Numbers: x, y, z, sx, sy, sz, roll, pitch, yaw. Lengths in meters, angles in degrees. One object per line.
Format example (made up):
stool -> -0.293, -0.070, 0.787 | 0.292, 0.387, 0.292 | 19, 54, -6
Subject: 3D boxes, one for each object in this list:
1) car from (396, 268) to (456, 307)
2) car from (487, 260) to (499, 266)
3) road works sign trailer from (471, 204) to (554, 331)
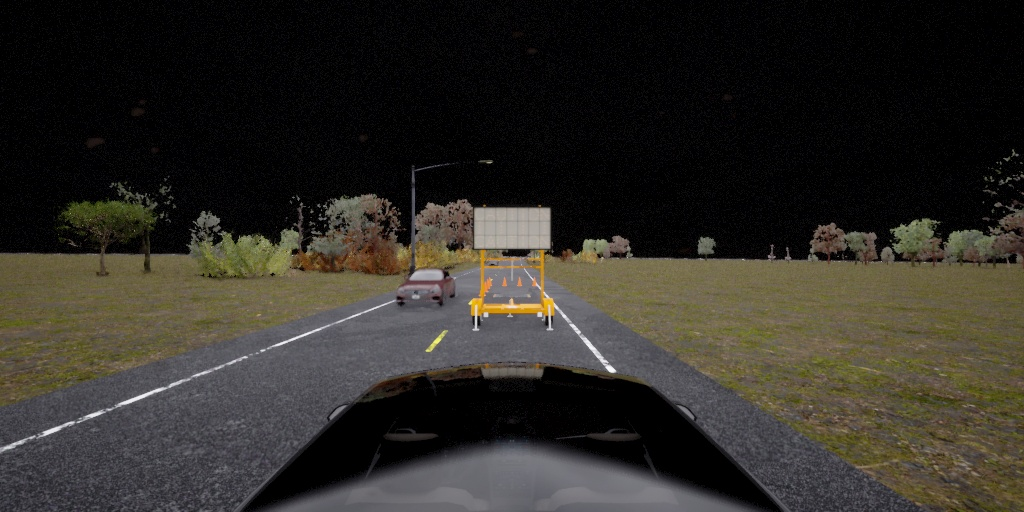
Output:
car -> -3.605, 1.282, 15.793 | 1.812, 1.442, 4.674 | 0, 0, 0
car -> -3.262, 1.293, 61.270 | 1.837, 1.490, 4.892 | 0, 0, 1
road works sign trailer -> 0.007, 0.218, 11.055 | 2.380, 3.560, 2.880 | 0, 0, -1
